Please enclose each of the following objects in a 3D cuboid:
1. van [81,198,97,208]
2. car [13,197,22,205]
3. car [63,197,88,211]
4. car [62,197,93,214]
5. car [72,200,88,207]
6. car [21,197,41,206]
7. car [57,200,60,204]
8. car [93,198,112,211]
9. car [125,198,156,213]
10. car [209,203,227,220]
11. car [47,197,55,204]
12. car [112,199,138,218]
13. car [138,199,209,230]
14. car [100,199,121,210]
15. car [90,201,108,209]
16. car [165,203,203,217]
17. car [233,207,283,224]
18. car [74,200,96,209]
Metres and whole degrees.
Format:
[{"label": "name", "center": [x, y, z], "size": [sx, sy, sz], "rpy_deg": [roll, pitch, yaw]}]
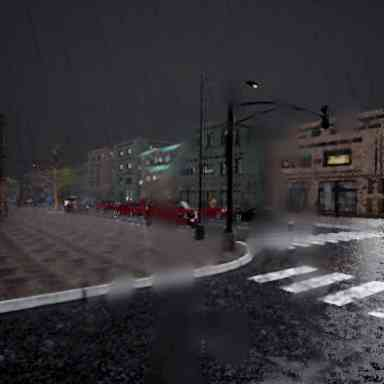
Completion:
[{"label": "van", "center": [-19.818, 2.057, 63.797], "size": [1.690, 1.788, 3.998], "rpy_deg": [1, -1, -35]}, {"label": "car", "center": [-39.353, 2.092, 77.253], "size": [2.192, 1.841, 5.009], "rpy_deg": [1, -1, -35]}, {"label": "car", "center": [-17.893, 1.731, 51.057], "size": [2.150, 2.045, 5.566], "rpy_deg": [1, -1, -35]}, {"label": "car", "center": [-14.049, 1.792, 40.786], "size": [1.967, 1.590, 4.097], "rpy_deg": [1, -1, -35]}, {"label": "car", "center": [-22.981, 2.314, 68.353], "size": [1.887, 1.381, 4.507], "rpy_deg": [1, -1, -35]}, {"label": "car", "center": [-33.027, 2.222, 68.134], "size": [2.008, 1.369, 4.403], "rpy_deg": [1, -1, -35]}, {"label": "car", "center": [-29.307, 2.457, 77.469], "size": [1.802, 1.307, 4.206], "rpy_deg": [1, -1, -35]}, {"label": "car", "center": [-12.467, 1.861, 48.578], "size": [2.097, 1.767, 4.553], "rpy_deg": [1, -1, -34]}, {"label": "car", "center": [-7.166, 1.818, 45.565], "size": [2.192, 1.841, 5.009], "rpy_deg": [1, -1, -35]}, {"label": "car", "center": [2.323, 1.783, 31.889], "size": [1.967, 1.590, 4.097], "rpy_deg": [1, -1, -35]}, {"label": "car", "center": [-35.633, 2.563, 86.586], "size": [1.802, 1.307, 4.206], "rpy_deg": [1, -1, -35]}, {"label": "car", "center": [-6.044, 1.777, 33.800], "size": [1.882, 1.535, 5.008], "rpy_deg": [1, -1, -35]}, {"label": "car", "center": [-1.397, 1.454, 22.555], "size": [2.192, 1.841, 5.009], "rpy_deg": [1, -1, -35]}, {"label": "car", "center": [-13.492, 2.050, 54.680], "size": [1.967, 1.590, 4.097], "rpy_deg": [1, -1, -35]}, {"label": "car", "center": [-16.655, 2.245, 59.236], "size": [1.802, 1.307, 4.206], "rpy_deg": [1, -1, -35]}, {"label": "car", "center": [-0.937, 1.924, 36.585], "size": [1.752, 1.417, 4.829], "rpy_deg": [1, -1, -35]}, {"label": "car", "center": [5.486, 1.856, 27.329], "size": [1.947, 1.339, 4.313], "rpy_deg": [1, -1, -35]}, {"label": "car", "center": [-18.311, 2.153, 56.910], "size": [2.033, 1.411, 5.357], "rpy_deg": [1, -1, -35]}]
